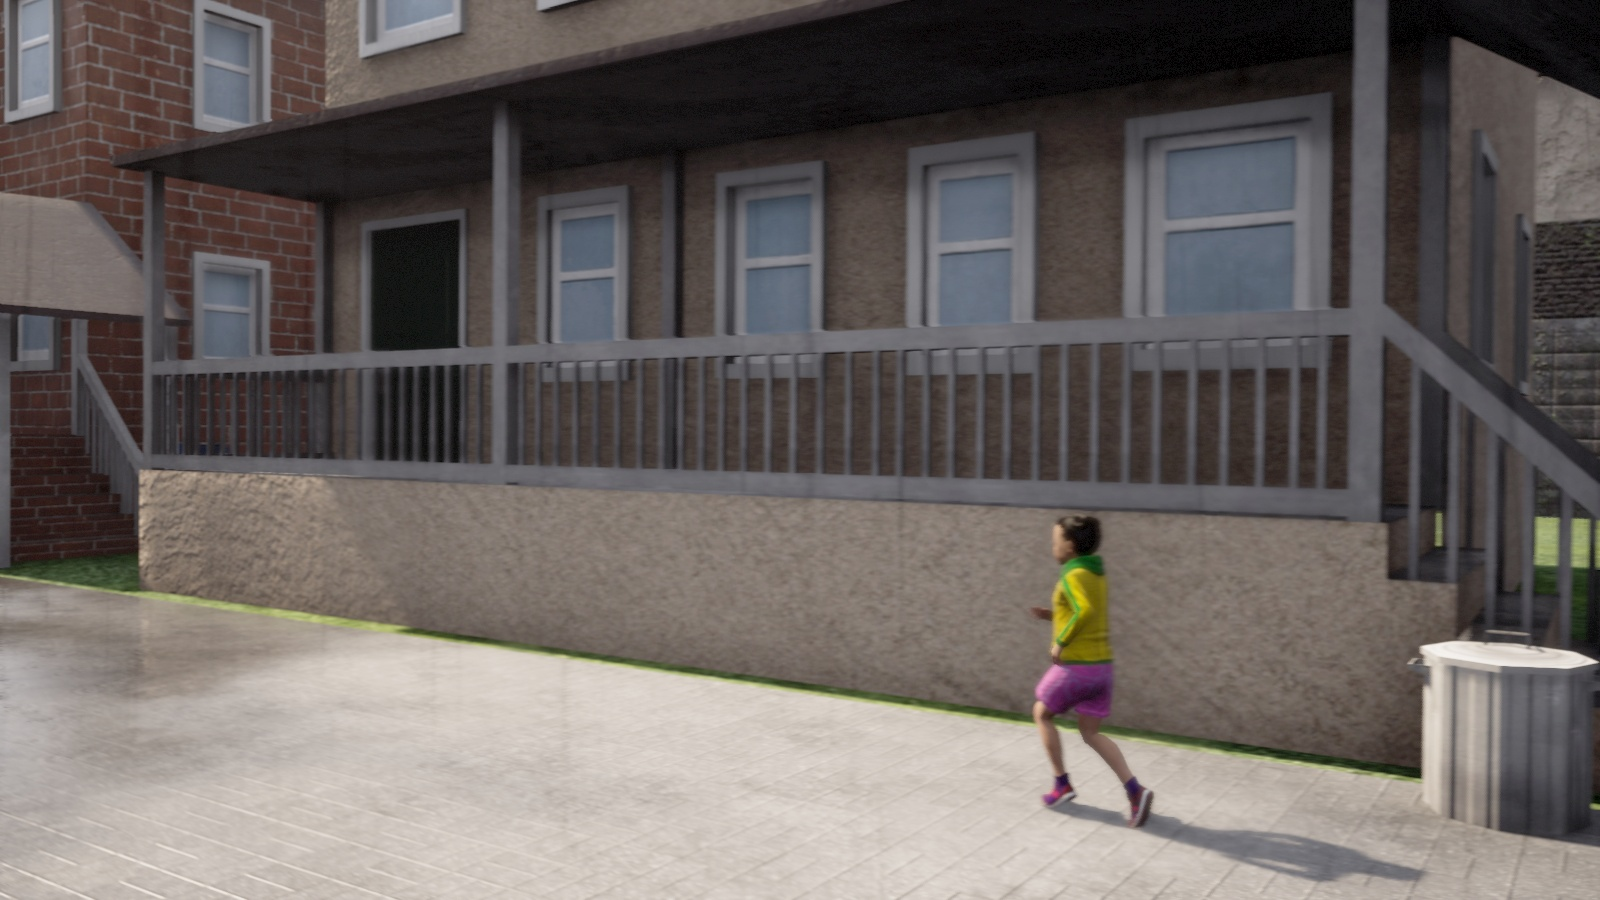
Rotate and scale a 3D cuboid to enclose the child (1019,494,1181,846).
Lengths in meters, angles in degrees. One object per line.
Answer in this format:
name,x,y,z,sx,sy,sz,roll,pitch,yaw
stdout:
child,1.069,0.751,4.496,0.299,1.160,0.473,-1,1,-40
